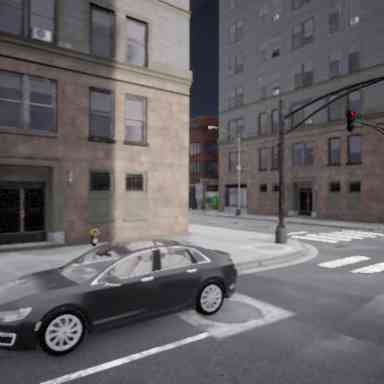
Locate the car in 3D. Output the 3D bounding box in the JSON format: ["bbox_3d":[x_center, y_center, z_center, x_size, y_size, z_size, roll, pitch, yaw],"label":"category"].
[{"bbox_3d":[-1.127,1.560,5.961,4.403,1.369,2.008,0,0,-35],"label":"car"}]
